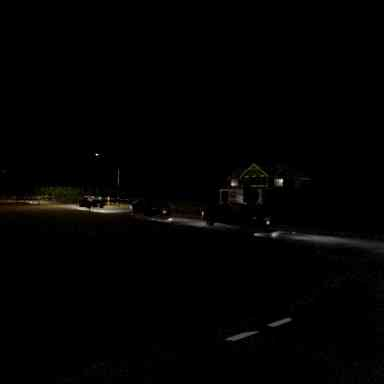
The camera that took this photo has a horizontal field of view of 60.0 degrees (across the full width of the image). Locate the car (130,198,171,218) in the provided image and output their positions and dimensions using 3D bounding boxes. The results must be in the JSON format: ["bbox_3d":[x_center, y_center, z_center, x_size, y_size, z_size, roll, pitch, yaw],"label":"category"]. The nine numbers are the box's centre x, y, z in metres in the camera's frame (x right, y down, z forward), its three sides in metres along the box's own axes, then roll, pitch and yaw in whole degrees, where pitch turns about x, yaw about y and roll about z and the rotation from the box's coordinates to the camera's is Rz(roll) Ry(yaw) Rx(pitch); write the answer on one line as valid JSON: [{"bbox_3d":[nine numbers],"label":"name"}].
[{"bbox_3d":[-3.614,1.315,28.472,2.128,1.511,4.902,2,-1,-36],"label":"car"}]

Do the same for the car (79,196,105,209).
[{"bbox_3d":[-12.182,1.270,40.360,2.128,1.511,4.902,2,0,-36],"label":"car"}]

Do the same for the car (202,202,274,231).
[{"bbox_3d":[2.621,1.381,19.951,2.128,1.511,4.902,2,-1,-38],"label":"car"}]
